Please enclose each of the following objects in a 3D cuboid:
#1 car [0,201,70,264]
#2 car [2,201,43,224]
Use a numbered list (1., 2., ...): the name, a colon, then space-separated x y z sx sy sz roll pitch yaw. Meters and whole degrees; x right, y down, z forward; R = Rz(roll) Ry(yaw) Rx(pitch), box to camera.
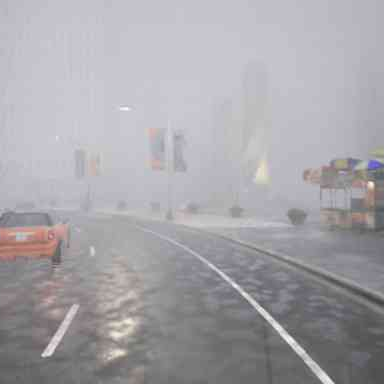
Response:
1. car: -5.509 1.352 11.648 2.097 1.767 4.553 0 0 -16
2. car: -13.353 1.512 25.994 1.837 1.490 4.892 0 0 -39
